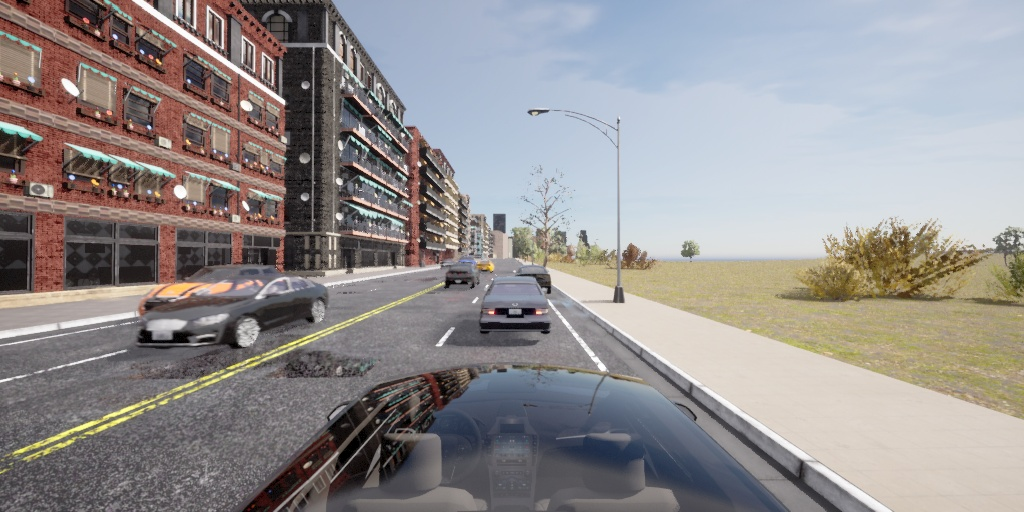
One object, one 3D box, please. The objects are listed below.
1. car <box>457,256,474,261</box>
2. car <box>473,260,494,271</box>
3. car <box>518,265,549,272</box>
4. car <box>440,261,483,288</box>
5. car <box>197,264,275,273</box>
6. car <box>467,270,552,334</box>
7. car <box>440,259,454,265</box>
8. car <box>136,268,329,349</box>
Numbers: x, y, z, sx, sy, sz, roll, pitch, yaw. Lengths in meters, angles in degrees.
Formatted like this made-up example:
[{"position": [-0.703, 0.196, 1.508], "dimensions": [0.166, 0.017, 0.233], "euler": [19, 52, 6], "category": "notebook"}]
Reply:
[{"position": [-6.669, 0.972, 52.445], "dimensions": [2.150, 2.045, 5.566], "euler": [0, 0, 0], "category": "car"}, {"position": [-3.210, 1.229, 43.563], "dimensions": [1.882, 1.535, 5.008], "euler": [0, -1, 0], "category": "car"}, {"position": [1.109, 1.230, 20.361], "dimensions": [1.882, 1.535, 5.008], "euler": [0, 0, 0], "category": "car"}, {"position": [-3.184, 1.256, 23.599], "dimensions": [1.837, 1.490, 4.892], "euler": [0, 0, 0], "category": "car"}, {"position": [-9.867, 1.103, 12.398], "dimensions": [2.097, 1.767, 4.553], "euler": [0, 0, 0], "category": "car"}, {"position": [0.089, 1.299, 10.597], "dimensions": [2.033, 1.411, 5.357], "euler": [0, 0, 0], "category": "car"}, {"position": [-9.919, 1.242, 55.817], "dimensions": [2.128, 1.511, 4.902], "euler": [0, 0, 0], "category": "car"}, {"position": [-6.612, 1.243, 9.228], "dimensions": [2.128, 1.511, 4.902], "euler": [0, 0, 0], "category": "car"}]
